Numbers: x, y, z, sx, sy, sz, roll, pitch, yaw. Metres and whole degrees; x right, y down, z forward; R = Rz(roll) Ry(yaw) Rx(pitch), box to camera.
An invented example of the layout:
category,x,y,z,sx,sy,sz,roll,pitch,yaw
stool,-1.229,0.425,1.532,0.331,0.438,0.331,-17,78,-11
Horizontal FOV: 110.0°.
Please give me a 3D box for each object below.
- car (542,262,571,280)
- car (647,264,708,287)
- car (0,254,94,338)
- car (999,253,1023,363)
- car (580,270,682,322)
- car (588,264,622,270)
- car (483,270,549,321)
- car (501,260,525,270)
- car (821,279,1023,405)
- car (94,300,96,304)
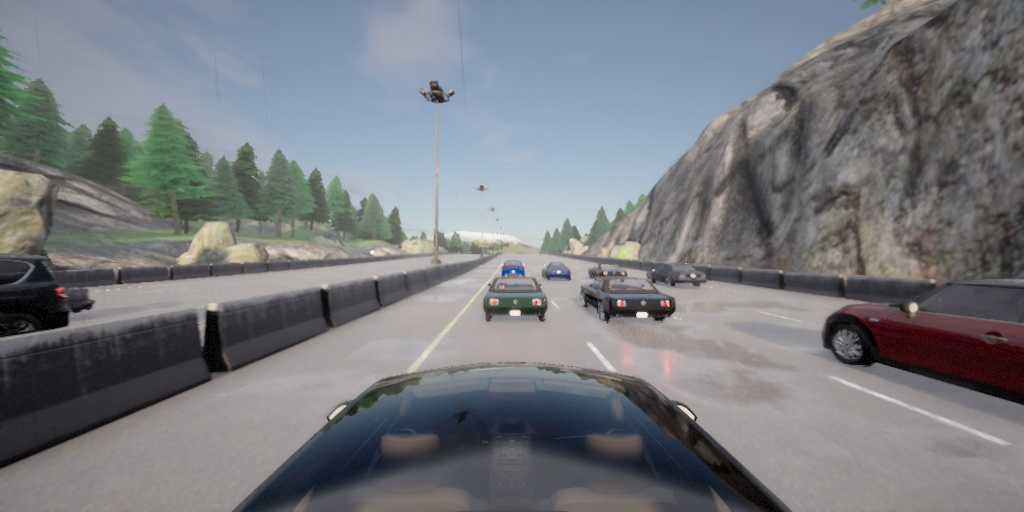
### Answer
category,x,y,z,sx,sy,sz,roll,pitch,yaw
car,3.595,1.162,29.458,1.994,1.385,4.181,0,1,0
car,10.596,1.201,23.461,2.033,1.411,5.357,0,0,0
car,-10.597,0.967,5.331,2.150,2.045,5.566,0,0,0
car,10.600,0.970,4.226,2.150,2.045,5.566,0,0,0
car,3.598,1.327,12.118,1.895,1.301,4.718,0,0,0
car,7.096,1.222,27.206,1.895,1.301,4.718,0,1,0
car,0.098,1.326,12.372,1.895,1.301,4.718,0,0,0
car,0.096,1.062,30.594,1.882,1.535,5.008,0,1,0
car,7.100,1.099,5.101,2.097,1.767,4.553,0,0,0
car,-14.092,1.284,8.854,2.033,1.411,5.357,0,0,0
